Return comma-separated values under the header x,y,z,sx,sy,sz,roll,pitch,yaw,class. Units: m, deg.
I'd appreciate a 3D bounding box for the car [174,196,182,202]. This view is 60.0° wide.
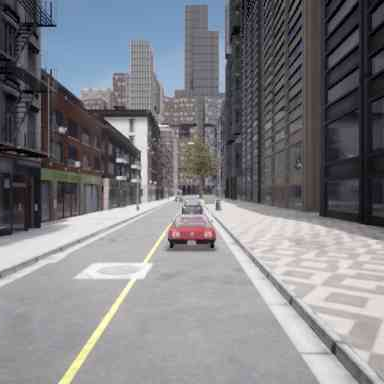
x,y,z,sx,sy,sz,roll,pitch,yaw,class
-3.000,1.572,75.957,2.128,1.511,4.902,0,0,0,car

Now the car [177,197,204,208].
x,y,z,sx,sy,sz,roll,pitch,yaw,class
0.000,1.512,29.651,2.128,1.511,4.902,0,0,0,car

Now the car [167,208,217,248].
x,y,z,sx,sy,sz,roll,pitch,yaw,class
0.000,1.618,14.680,1.895,1.301,4.718,0,0,0,car
